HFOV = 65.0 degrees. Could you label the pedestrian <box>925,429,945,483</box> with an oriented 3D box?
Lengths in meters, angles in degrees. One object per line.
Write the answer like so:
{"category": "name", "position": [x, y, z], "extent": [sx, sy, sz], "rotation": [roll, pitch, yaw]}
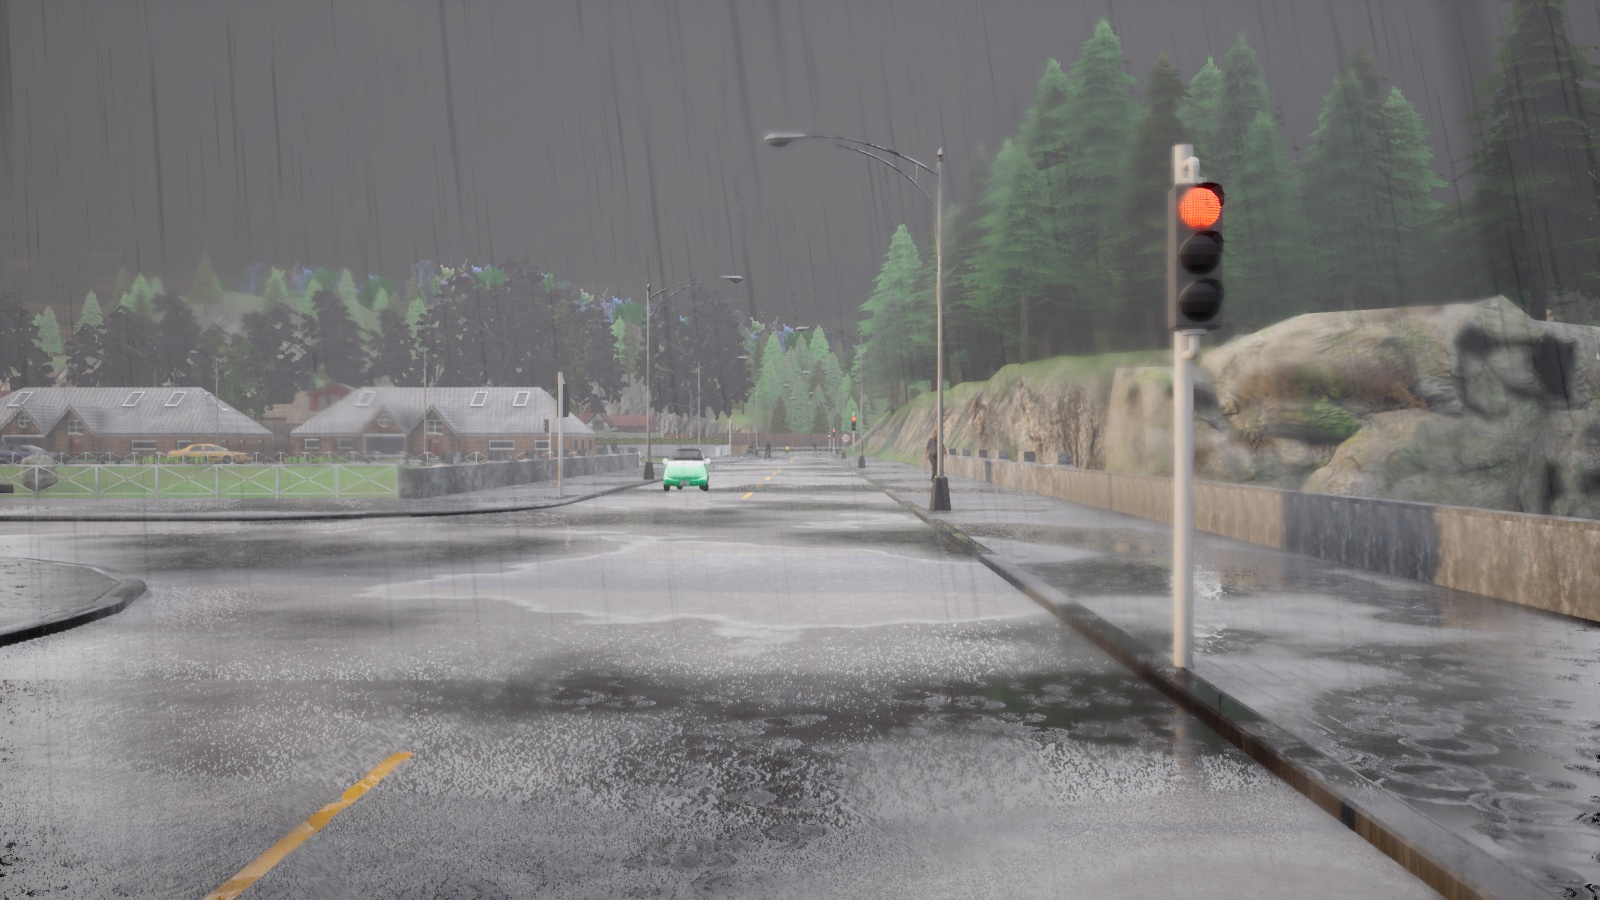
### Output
{"category": "pedestrian", "position": [4.678, 0.214, 43.575], "extent": [0.540, 1.848, 0.694], "rotation": [0, 0, -8]}

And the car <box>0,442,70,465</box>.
{"category": "car", "position": [-51.899, 0.230, 84.021], "extent": [4.792, 1.488, 2.163], "rotation": [0, 0, 1]}

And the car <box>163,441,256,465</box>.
{"category": "car", "position": [-39.403, 0.180, 83.872], "extent": [5.366, 1.575, 1.801], "rotation": [0, 0, 1]}

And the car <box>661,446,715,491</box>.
{"category": "car", "position": [-3.512, 0.575, 39.511], "extent": [1.481, 1.376, 2.207], "rotation": [0, 0, 1]}
